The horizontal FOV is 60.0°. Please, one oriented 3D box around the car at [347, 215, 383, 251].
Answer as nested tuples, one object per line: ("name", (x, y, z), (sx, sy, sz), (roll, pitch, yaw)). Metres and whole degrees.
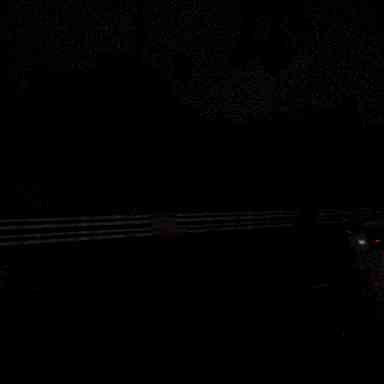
("car", (8.220, 1.692, 13.663), (4.674, 1.442, 1.812), (1, 0, -34))
